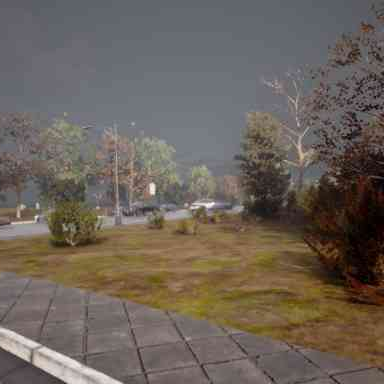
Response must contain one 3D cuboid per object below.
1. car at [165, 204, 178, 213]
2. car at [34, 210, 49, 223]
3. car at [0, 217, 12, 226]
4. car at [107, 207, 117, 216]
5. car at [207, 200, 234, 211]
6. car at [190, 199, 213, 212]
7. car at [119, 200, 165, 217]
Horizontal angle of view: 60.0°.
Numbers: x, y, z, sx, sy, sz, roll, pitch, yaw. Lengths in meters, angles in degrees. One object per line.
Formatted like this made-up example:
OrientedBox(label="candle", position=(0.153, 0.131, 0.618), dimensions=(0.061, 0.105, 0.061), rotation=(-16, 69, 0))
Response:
OrientedBox(label="car", position=(-4.223, 2.613, 53.257), dimensions=(2.128, 1.511, 4.902), rotation=(-3, -2, 33))
OrientedBox(label="car", position=(-14.852, 2.508, 36.487), dimensions=(2.128, 1.511, 4.902), rotation=(-3, -2, 33))
OrientedBox(label="car", position=(-17.332, 2.390, 26.338), dimensions=(2.033, 1.411, 5.357), rotation=(-3, -2, 34))
OrientedBox(label="car", position=(-9.534, 2.623, 44.881), dimensions=(1.994, 1.385, 4.181), rotation=(-3, -2, 31))
OrientedBox(label="car", position=(5.167, 2.402, 54.739), dimensions=(2.033, 1.411, 5.357), rotation=(-3, -2, 32))
OrientedBox(label="car", position=(1.802, 2.223, 56.194), dimensions=(2.150, 2.045, 5.566), rotation=(-3, -2, 32))
OrientedBox(label="car", position=(-6.466, 2.126, 43.213), dimensions=(2.150, 2.045, 5.566), rotation=(-3, -2, 32))
